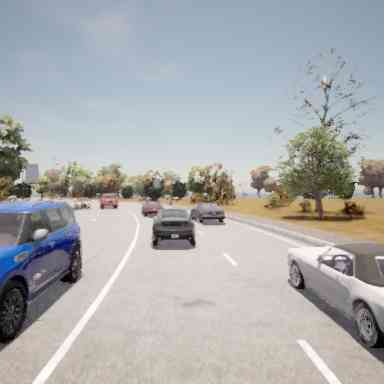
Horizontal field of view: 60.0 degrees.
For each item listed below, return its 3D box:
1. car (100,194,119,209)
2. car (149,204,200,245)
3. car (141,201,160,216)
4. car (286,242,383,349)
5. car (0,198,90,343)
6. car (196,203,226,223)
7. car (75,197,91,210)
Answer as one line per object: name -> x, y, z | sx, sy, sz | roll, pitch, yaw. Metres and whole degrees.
car -> -11.551, 1.279, 46.362 | 2.150, 2.045, 5.566 | 0, 0, -19
car -> -0.939, 1.521, 15.710 | 1.837, 1.490, 4.892 | 0, 0, -6
car -> -3.964, 1.602, 33.130 | 1.994, 1.385, 4.181 | 0, 0, -13
car -> 3.354, 1.599, 6.224 | 1.895, 1.301, 4.718 | 0, 0, -3
car -> -3.869, 1.236, 6.752 | 2.150, 2.045, 5.566 | 0, 0, -3
car -> 1.136, 1.571, 26.028 | 2.033, 1.411, 5.357 | 0, 0, -10
car -> -14.773, 1.534, 44.917 | 1.882, 1.535, 5.008 | 0, 0, -19
